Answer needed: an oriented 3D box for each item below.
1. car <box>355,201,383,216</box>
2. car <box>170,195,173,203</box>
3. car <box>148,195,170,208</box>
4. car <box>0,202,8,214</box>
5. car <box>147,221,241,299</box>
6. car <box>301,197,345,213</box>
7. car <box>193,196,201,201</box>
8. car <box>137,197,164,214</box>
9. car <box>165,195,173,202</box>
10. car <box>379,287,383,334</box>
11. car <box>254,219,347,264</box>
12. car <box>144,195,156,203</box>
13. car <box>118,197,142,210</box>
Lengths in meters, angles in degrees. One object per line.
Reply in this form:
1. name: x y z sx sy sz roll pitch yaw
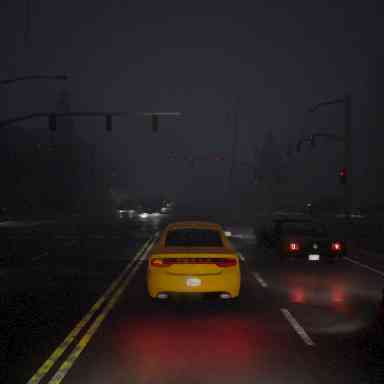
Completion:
1. car: 18.770 1.547 32.211 5.357 1.411 2.033 0 0 -2
2. car: -5.126 1.492 64.140 2.128 1.511 4.902 0 0 -1
3. car: -4.749 1.351 48.026 2.097 1.767 4.553 0 0 -2
4. car: -21.413 1.505 33.774 4.892 1.490 1.837 0 0 0
5. car: 0.033 1.478 8.487 1.882 1.535 5.008 0 0 0
6. car: 14.080 1.352 35.576 4.553 1.767 2.097 0 0 -2
7. car: 1.298 1.595 88.224 1.895 1.301 4.718 0 0 -1
8. car: -4.356 1.565 35.700 1.994 1.385 4.181 0 0 -2
9. car: -5.472 1.515 79.290 1.812 1.442 4.674 0 0 -1
10. car: 3.597 1.478 2.721 1.882 1.535 5.008 0 0 0
11. car: 3.501 1.601 11.811 1.895 1.301 4.718 0 0 -1
12. car: -8.704 1.478 68.896 1.882 1.535 5.008 0 0 -1
13. car: -8.088 1.547 42.559 2.033 1.411 5.357 0 0 -2
